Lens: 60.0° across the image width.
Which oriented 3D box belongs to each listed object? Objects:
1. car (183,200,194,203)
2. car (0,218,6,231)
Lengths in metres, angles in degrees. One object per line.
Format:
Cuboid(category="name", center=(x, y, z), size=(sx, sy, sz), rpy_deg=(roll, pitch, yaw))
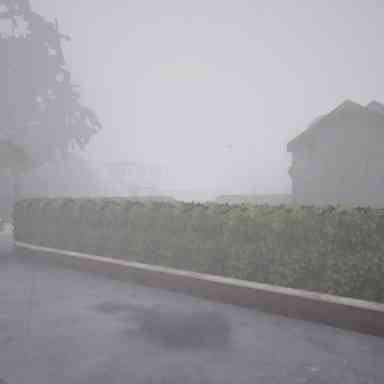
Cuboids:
Cuboid(category="car", center=(-0.813, 1.600, 38.396), size=(1.895, 1.301, 4.718), rpy_deg=(0, 0, 35))
Cuboid(category="car", center=(-11.718, 1.478, 15.989), size=(1.882, 1.535, 5.008), rpy_deg=(0, 0, 35))
